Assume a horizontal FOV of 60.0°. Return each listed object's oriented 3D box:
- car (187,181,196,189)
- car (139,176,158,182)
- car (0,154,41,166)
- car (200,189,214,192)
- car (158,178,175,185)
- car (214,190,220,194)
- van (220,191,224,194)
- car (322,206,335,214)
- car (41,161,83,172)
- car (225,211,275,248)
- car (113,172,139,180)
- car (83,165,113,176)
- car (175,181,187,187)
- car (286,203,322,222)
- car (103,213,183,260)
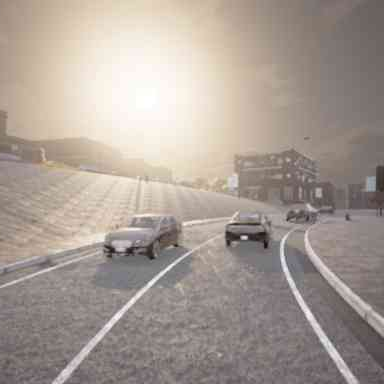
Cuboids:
[{"bbox_3d":[-1.138,-1.154,69.525,2.435,2.045,5.566,-1,-4,24],"label":"car"},{"bbox_3d":[-8.111,-1.891,54.404,2.002,1.452,4.674,-1,-4,27],"label":"car"},{"bbox_3d":[-18.921,-3.145,34.923,2.002,1.452,4.674,-2,-4,32],"label":"car"},{"bbox_3d":[2.928,-0.063,79.742,2.002,1.452,4.674,-1,-5,21],"label":"car"},{"bbox_3d":[-5.738,-1.617,59.271,2.231,1.521,4.892,-1,-4,26],"label":"car"},{"bbox_3d":[4.822,0.374,84.933,2.002,1.452,4.674,-1,-5,20],"label":"car"},{"bbox_3d":[6.684,0.581,90.293,1.878,1.987,4.442,-1,-5,19],"label":"van"},{"bbox_3d":[22.855,3.056,56.436,2.033,1.411,5.357,-2,-3,35],"label":"car"},{"bbox_3d":[-16.075,-2.877,39.679,2.097,1.535,5.008,-2,-4,31],"label":"car"},{"bbox_3d":[2.781,1.649,15.645,2.128,1.511,4.902,-1,-1,16],"label":"car"},{"bbox_3d":[-10.632,-2.216,49.504,2.163,1.488,4.792,-1,-4,28],"label":"car"},{"bbox_3d":[-13.344,-2.694,44.479,2.185,1.767,4.553,-2,-4,30],"label":"car"},{"bbox_3d":[-3.386,-1.397,64.390,2.185,1.767,4.553,-1,-4,25],"label":"car"},{"bbox_3d":[10.714,1.876,32.100,2.097,1.767,4.553,-2,-2,32],"label":"car"},{"bbox_3d":[-1.718,1.624,13.110,2.128,1.511,4.902,0,-1,14],"label":"car"}]
